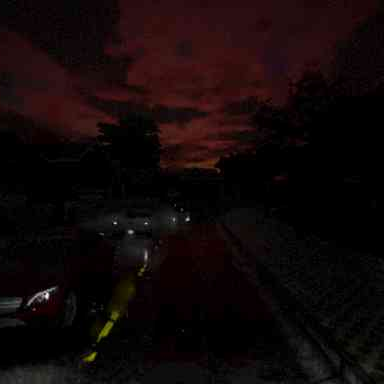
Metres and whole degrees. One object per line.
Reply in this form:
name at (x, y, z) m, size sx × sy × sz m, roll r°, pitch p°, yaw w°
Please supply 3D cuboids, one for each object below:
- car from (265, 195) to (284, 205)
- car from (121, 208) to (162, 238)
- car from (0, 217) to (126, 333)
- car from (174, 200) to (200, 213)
car at (15.664, 1.545, 62.821) m, size 2.097 × 1.767 × 4.553 m, roll 0°, pitch -1°, yaw 40°
car at (-2.753, 1.510, 17.344) m, size 1.895 × 1.301 × 4.718 m, roll 0°, pitch 0°, yaw 1°
car at (-2.837, 1.489, 6.915) m, size 1.812 × 1.442 × 4.674 m, roll 0°, pitch 0°, yaw 1°
car at (-0.521, 1.492, 36.174) m, size 1.895 × 1.301 × 4.718 m, roll 0°, pitch 0°, yaw 14°
